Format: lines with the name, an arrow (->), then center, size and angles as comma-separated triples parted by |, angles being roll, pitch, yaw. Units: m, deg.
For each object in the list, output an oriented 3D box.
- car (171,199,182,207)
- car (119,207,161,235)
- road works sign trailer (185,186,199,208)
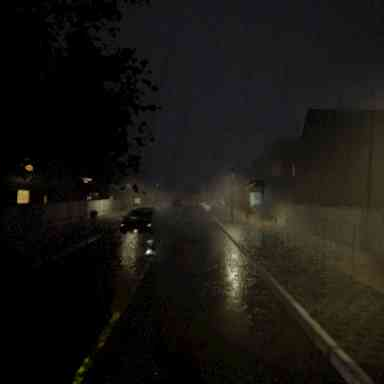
car -> -2.775, 1.886, 60.371 | 2.033, 1.411, 5.357 | 0, -1, 1
car -> -2.850, 1.604, 19.433 | 2.033, 1.411, 5.357 | 0, 0, 0
road works sign trailer -> -0.001, 0.756, 55.399 | 2.380, 3.560, 2.880 | 0, 0, 1
